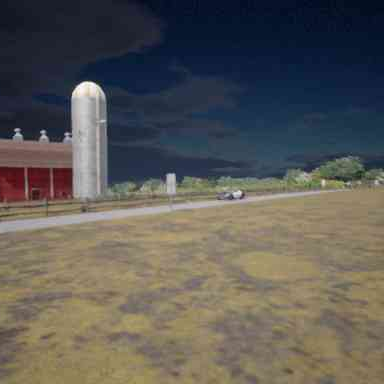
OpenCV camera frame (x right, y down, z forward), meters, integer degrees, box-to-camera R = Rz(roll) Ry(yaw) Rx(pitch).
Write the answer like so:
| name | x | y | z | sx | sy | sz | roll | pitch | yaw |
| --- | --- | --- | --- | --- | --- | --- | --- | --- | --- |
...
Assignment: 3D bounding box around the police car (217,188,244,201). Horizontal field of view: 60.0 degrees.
| name | x | y | z | sx | sy | sz | roll | pitch | yaw |
| --- | --- | --- | --- | --- | --- | --- | --- | --- | --- |
| police car | 5.052 | 0.317 | 43.979 | 2.038 | 1.542 | 4.974 | -2 | 1 | 36 |
